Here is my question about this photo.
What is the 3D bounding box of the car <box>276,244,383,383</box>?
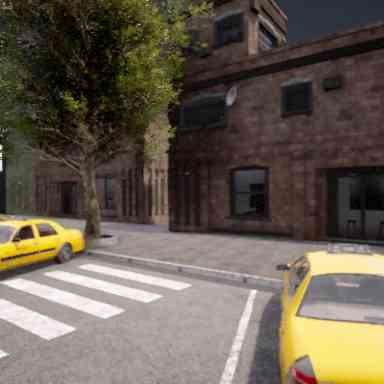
[{"bbox_3d":[2.184,1.494,4.753,1.946,1.575,5.366,0,-1,15],"label":"car"}]

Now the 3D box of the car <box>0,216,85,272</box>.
[{"bbox_3d":[-5.255,1.505,9.625,1.946,1.575,5.366,1,-1,16],"label":"car"}]
